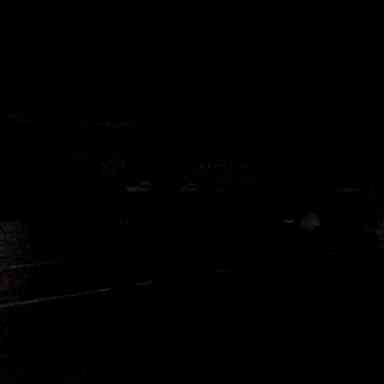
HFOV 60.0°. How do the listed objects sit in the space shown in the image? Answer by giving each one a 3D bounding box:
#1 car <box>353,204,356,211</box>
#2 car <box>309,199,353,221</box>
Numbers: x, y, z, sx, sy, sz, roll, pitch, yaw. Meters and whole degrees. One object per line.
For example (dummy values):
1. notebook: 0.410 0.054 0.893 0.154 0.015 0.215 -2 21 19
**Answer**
1. car: 13.519 1.402 31.943 5.357 1.411 2.033 0 0 -33
2. car: 10.032 1.442 25.561 4.181 1.385 1.994 0 1 -33
